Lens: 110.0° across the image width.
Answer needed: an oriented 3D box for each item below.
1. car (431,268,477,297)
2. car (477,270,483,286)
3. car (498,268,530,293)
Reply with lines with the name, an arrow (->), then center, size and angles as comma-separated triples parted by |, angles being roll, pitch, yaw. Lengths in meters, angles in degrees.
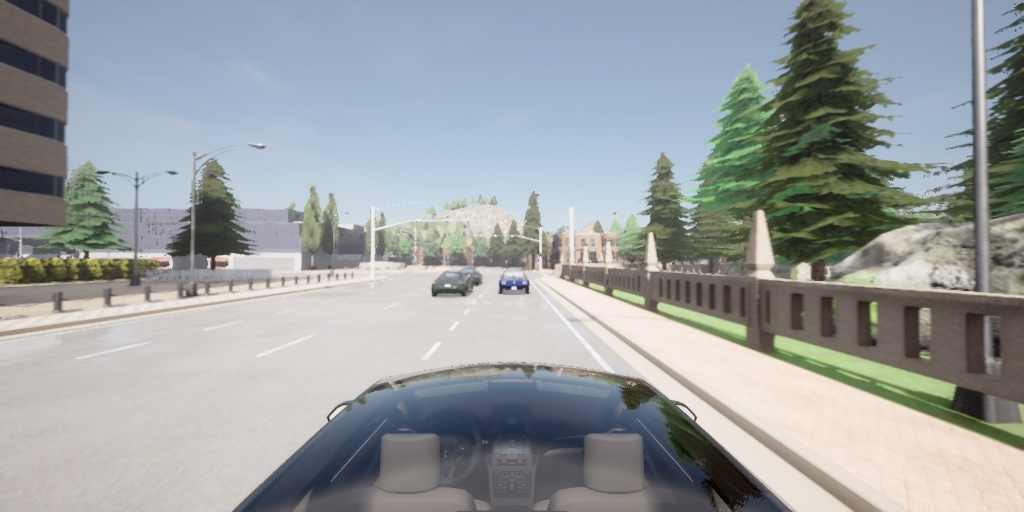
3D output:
car -> -3.439, 1.566, 21.135 | 1.994, 1.385, 4.181 | 0, -1, 0
car -> -3.499, 1.676, 29.541 | 1.994, 1.385, 4.181 | 0, -1, 0
car -> 0.101, 1.631, 23.158 | 1.895, 1.301, 4.718 | 0, -1, -1
